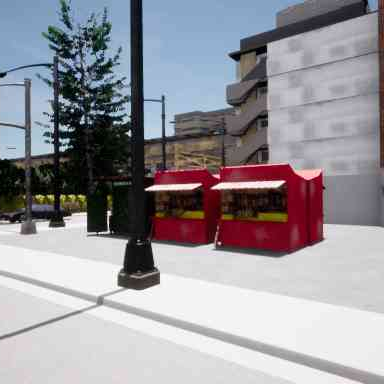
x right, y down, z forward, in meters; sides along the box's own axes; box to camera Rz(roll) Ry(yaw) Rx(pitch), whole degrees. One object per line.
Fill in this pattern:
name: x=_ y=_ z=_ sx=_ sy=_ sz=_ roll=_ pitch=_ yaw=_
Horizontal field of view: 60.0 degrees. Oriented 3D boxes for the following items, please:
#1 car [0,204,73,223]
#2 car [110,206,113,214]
car: x=-12.444 y=1.686 z=26.971 sx=2.033 sy=1.411 sz=5.357 roll=-1 pitch=-1 yaw=36
car: x=-6.440 y=1.490 z=35.257 sx=2.097 sy=1.767 sz=4.553 roll=-1 pitch=-1 yaw=36
